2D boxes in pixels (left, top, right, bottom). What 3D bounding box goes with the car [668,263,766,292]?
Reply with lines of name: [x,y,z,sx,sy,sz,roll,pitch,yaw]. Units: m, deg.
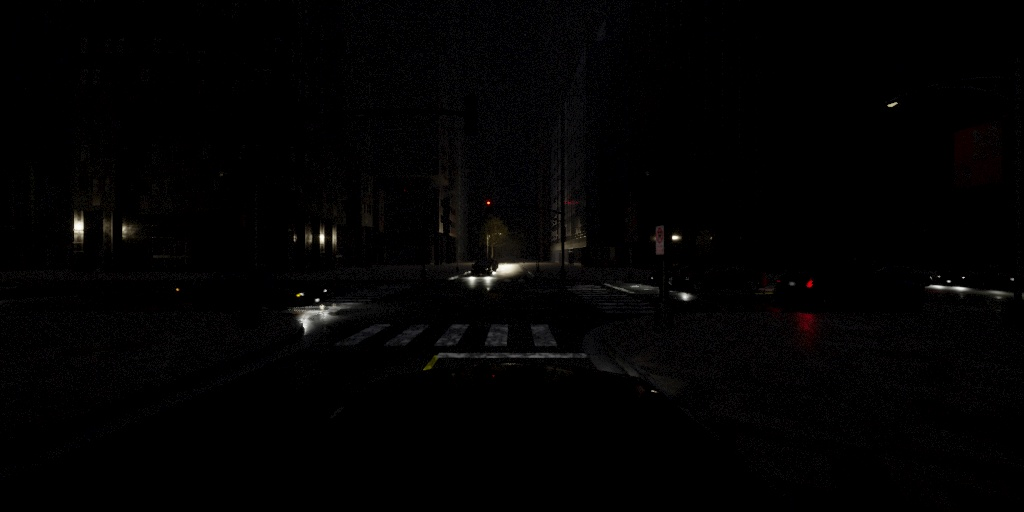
car: [12.007,1.236,20.937,5.008,1.535,1.882,0,0,1]

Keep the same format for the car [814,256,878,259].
car: [21.585,0.985,24.129,5.566,2.045,2.150,0,0,1]

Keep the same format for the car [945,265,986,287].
car: [32.040,1.325,24.094,5.357,1.411,2.033,0,0,0]

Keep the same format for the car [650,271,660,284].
car: [11.854,1.256,24.194,4.892,1.490,1.837,0,0,-1]

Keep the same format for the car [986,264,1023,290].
car: [31.944,1.005,20.845,5.566,2.045,2.150,0,0,0]

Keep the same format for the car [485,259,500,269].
car: [-3.125,1.238,57.209,2.128,1.511,4.902,0,0,0]

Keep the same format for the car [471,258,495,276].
car: [-3.101,1.225,37.513,1.882,1.535,5.008,0,0,1]

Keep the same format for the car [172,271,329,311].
car: [-10.103,1.297,13.986,5.357,1.411,2.033,0,0,6]

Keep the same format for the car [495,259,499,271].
car: [-3.115,1.098,47.293,2.097,1.767,4.553,0,0,0]

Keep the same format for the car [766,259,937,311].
car: [13.230,1.124,14.225,4.553,1.767,2.097,0,0,0]

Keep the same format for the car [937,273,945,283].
car: [21.331,1.261,20.894,4.902,1.511,2.128,0,0,0]
